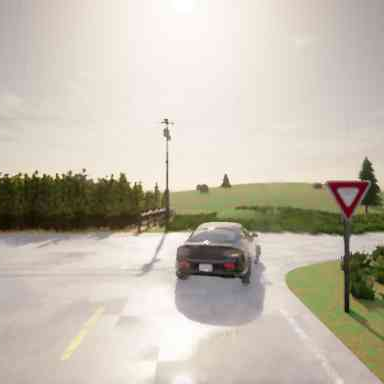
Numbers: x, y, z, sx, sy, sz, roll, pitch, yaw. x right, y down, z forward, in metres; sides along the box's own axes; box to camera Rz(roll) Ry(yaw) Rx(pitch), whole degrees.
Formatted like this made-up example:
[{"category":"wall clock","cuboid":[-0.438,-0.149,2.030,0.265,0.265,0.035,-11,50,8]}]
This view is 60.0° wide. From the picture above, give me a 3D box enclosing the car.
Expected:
[{"category":"car","cuboid":[0.886,1.607,9.645,1.812,1.442,4.674,0,-2,15]}]
